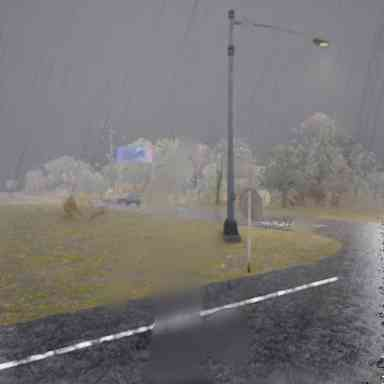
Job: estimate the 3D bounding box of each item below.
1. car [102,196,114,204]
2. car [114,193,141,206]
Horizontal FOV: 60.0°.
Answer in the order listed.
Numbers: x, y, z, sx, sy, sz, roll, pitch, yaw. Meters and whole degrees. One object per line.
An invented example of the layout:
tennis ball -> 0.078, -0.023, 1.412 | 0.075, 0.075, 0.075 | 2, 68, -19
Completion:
car -> -15.084, 1.403, 61.679 | 2.128, 1.511, 4.902 | 0, 0, -34
car -> -10.322, 1.148, 54.530 | 2.150, 2.045, 5.566 | 0, 0, -33
